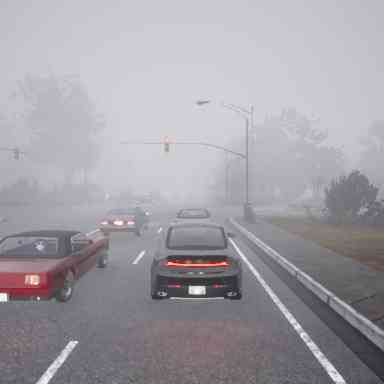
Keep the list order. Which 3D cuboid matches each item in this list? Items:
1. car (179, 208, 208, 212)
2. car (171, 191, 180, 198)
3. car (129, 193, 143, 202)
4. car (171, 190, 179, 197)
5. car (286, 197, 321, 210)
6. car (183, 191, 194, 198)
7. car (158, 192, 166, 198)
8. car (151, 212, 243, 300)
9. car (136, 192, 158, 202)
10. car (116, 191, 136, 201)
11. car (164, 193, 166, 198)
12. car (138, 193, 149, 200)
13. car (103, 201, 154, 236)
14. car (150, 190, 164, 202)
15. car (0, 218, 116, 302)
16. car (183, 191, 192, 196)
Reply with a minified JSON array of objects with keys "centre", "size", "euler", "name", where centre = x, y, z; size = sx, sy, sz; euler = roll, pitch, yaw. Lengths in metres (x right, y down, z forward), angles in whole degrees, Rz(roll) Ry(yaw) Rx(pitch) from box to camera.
[{"centre":[0.083,1.497,17.618],"size":[1.895,1.301,4.718],"euler":[0,0,0],"name":"car"},{"centre":[-4.130,0.604,84.671],"size":[2.097,1.767,4.553],"euler":[0,1,-4],"name":"car"},{"centre":[-10.666,0.988,63.674],"size":[1.882,1.535,5.008],"euler":[0,1,0],"name":"car"},{"centre":[-4.898,0.453,94.740],"size":[2.097,1.767,4.553],"euler":[0,1,-7],"name":"car"},{"centre":[13.668,1.274,38.319],"size":[5.357,1.411,2.033],"euler":[0,0,0],"name":"car"},{"centre":[-0.659,0.784,85.225],"size":[1.994,1.385,4.181],"euler":[0,1,-4],"name":"car"},{"centre":[-7.590,0.782,83.902],"size":[1.812,1.442,4.674],"euler":[0,1,-3],"name":"car"},{"centre":[0.089,1.473,8.305],"size":[1.837,1.490,4.892],"euler":[0,0,0],"name":"car"},{"centre":[-7.184,1.152,53.268],"size":[2.033,1.411,5.357],"euler":[0,0,0],"name":"car"},{"centre":[-10.683,0.822,53.787],"size":[2.150,2.045,5.566],"euler":[0,0,0],"name":"car"},{"centre":[-7.226,0.877,73.633],"size":[1.882,1.535,5.008],"euler":[0,1,-1],"name":"car"},{"centre":[-10.731,0.992,73.760],"size":[1.895,1.301,4.718],"euler":[0,1,-1],"name":"car"},{"centre":[-3.443,1.443,17.715],"size":[2.033,1.411,5.357],"euler":[0,0,-1],"name":"car"},{"centre":[-7.157,0.734,63.443],"size":[2.150,2.045,5.566],"euler":[0,1,-1],"name":"car"},{"centre":[-3.411,1.571,8.126],"size":[1.895,1.301,4.718],"euler":[0,0,0],"name":"car"},{"centre":[-1.410,0.466,95.102],"size":[2.033,1.411,5.357],"euler":[0,1,-7],"name":"car"}]
